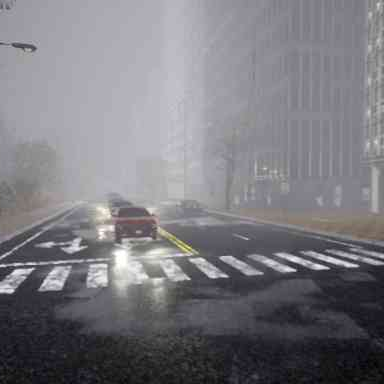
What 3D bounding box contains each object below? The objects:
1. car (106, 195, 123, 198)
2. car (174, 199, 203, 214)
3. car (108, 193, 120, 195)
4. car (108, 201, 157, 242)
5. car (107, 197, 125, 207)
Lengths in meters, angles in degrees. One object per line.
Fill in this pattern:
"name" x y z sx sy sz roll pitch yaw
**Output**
"car" -7.976 1.403 35.600 1.882 1.535 5.008 -1 0 -15
"car" -0.395 1.419 33.051 2.033 1.411 5.357 -1 0 -15
"car" -11.642 1.122 49.718 2.150 2.045 5.566 -1 0 -15
"car" -2.987 1.442 16.685 1.882 1.535 5.008 -1 0 -16
"car" -5.462 1.423 26.073 1.882 1.535 5.008 -1 0 -15
